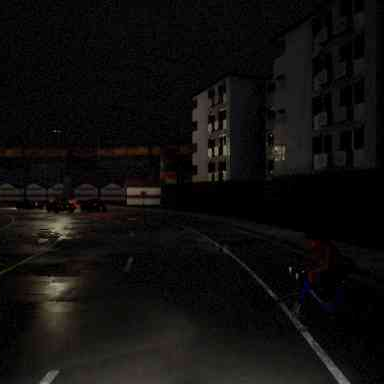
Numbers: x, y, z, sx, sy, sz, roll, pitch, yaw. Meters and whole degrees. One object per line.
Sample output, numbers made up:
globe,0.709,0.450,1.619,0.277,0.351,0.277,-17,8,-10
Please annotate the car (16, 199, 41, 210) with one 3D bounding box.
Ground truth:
car,-20.928,1.554,42.799,4.181,1.385,1.994,0,0,40

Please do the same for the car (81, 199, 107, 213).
car,-11.184,1.517,37.744,1.812,1.442,4.674,0,0,-37

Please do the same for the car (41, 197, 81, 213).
car,-14.361,1.539,36.234,2.033,1.411,5.357,0,0,-38

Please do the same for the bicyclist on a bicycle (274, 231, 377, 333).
bicyclist on a bicycle,2.120,1.445,5.307,1.656,1.620,0.582,-2,0,0
